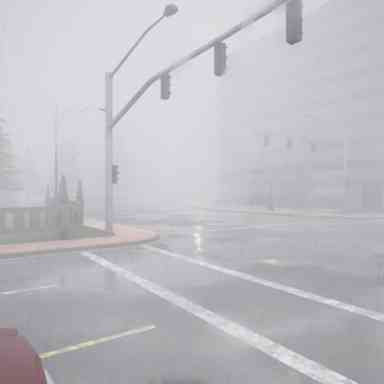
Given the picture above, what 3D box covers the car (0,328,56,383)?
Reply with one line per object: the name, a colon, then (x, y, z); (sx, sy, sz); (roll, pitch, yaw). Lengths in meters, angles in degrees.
car: (-3.118, 1.601, 1.554); (4.718, 1.301, 1.895); (0, 0, -35)
